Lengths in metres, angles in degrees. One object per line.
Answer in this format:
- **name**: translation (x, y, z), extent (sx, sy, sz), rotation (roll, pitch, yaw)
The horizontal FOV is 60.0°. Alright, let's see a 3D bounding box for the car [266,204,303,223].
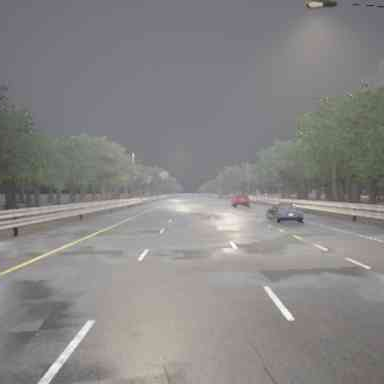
- **car**: translation (7.011, 1.595, 25.527), extent (1.994, 1.385, 4.181), rotation (0, 0, 0)

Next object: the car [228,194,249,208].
- **car**: translation (7.025, 1.291, 48.842), extent (2.150, 2.045, 5.566), rotation (0, 0, 0)
